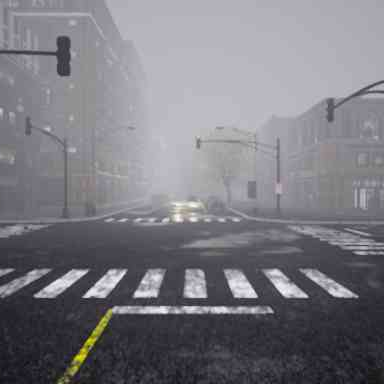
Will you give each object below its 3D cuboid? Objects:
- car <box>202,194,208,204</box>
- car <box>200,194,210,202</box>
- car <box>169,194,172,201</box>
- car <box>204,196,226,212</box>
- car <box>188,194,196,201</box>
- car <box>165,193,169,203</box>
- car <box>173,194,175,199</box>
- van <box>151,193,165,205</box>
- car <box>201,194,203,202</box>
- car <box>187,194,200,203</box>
[{"bbox_3d":[2.699,1.286,41.965,1.967,1.590,4.097,0,0,0],"label":"car"},{"bbox_3d":[2.705,1.214,70.449,1.967,1.590,4.097,0,0,0],"label":"car"},{"bbox_3d":[-5.677,1.101,64.755,2.192,1.841,5.009,0,0,0],"label":"car"},{"bbox_3d":[2.698,1.414,36.268,2.008,1.369,4.403,0,0,0],"label":"car"},{"bbox_3d":[0.017,1.204,73.458,1.812,1.442,4.674,0,0,0],"label":"car"},{"bbox_3d":[-5.678,1.381,59.059,1.802,1.307,4.206,0,0,0],"label":"car"},{"bbox_3d":[-5.674,1.314,76.149,2.008,1.369,4.403,0,0,0],"label":"car"},{"bbox_3d":[-5.680,1.154,53.362,1.690,1.788,3.998,0,0,0],"label":"van"},{"bbox_3d":[2.700,1.269,47.661,1.967,1.590,4.097,0,0,0],"label":"car"},{"bbox_3d":[0.015,1.267,63.041,1.882,1.535,5.008,0,0,0],"label":"car"}]
